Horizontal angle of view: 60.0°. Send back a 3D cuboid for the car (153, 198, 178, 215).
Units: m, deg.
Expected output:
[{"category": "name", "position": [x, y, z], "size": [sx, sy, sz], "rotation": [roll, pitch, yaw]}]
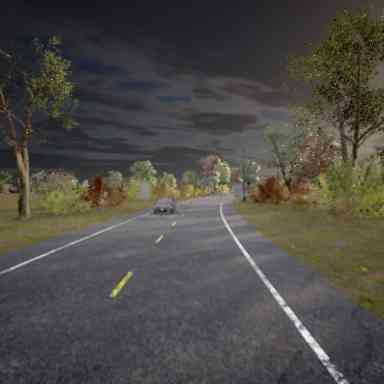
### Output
[{"category": "car", "position": [-2.485, 1.320, 31.957], "size": [1.837, 1.490, 4.892], "rotation": [0, 0, 4]}]
